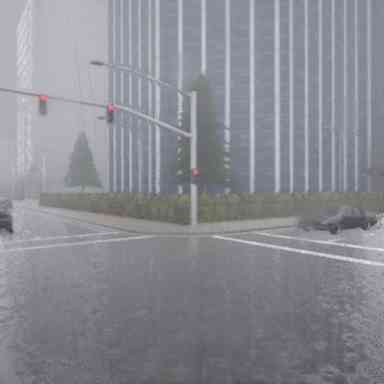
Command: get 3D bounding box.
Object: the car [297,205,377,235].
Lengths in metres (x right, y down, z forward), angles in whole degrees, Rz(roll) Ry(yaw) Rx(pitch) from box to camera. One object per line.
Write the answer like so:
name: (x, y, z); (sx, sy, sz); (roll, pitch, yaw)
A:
car: (8.133, 1.434, 18.383); (5.357, 1.411, 2.033); (0, 0, -35)

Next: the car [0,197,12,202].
car: (-24.808, 1.479, 43.684); (1.837, 1.490, 4.892); (0, 0, -35)

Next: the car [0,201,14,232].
car: (-11.614, 1.514, 19.267); (1.837, 1.490, 4.892); (0, 0, -35)
